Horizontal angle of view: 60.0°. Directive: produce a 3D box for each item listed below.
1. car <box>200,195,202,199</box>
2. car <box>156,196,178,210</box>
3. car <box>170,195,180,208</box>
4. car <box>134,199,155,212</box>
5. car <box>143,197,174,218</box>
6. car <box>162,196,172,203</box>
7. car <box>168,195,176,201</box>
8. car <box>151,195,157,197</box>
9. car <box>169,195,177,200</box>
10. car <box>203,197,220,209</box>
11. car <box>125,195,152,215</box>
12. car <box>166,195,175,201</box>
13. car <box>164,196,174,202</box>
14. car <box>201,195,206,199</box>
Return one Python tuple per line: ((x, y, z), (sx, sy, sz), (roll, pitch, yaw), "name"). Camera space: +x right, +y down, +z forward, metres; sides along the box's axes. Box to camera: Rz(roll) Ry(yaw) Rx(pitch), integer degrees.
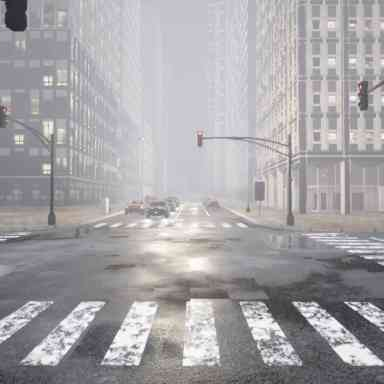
((2.912, 1.590, 61.731), (1.947, 1.339, 4.313), (1, 0, 0), "car")
((-2.965, 1.520, 39.803), (1.837, 1.490, 4.892), (0, 0, 0), "car")
((-2.925, 1.372, 49.877), (2.097, 1.767, 4.553), (0, 0, 0), "car")
((-5.544, 1.597, 39.389), (1.802, 1.307, 4.206), (1, 0, 0), "car")
((-2.997, 1.516, 30.353), (1.837, 1.490, 4.892), (0, 0, 0), "car")
((-5.430, 1.573, 72.840), (1.887, 1.381, 4.507), (1, 0, 0), "car")
((-5.374, 1.587, 89.565), (2.008, 1.369, 4.403), (1, 0, 0), "car")
((-5.520, 1.332, 44.964), (2.192, 1.841, 5.009), (1, 0, 0), "car")
((-5.356, 1.604, 95.141), (1.947, 1.339, 4.313), (1, 0, 0), "car")
((2.855, 1.599, 44.998), (1.802, 1.307, 4.206), (1, 0, 0), "car")
((-5.560, 1.453, 33.814), (1.967, 1.590, 4.097), (1, 0, 0), "car")
((-5.393, 1.578, 83.990), (1.887, 1.381, 4.507), (1, 0, 0), "car")
((-5.411, 1.581, 78.415), (2.008, 1.369, 4.403), (1, 0, 0), "car")
((2.895, 1.547, 56.324), (1.752, 1.417, 4.829), (1, 0, 0), "car")
